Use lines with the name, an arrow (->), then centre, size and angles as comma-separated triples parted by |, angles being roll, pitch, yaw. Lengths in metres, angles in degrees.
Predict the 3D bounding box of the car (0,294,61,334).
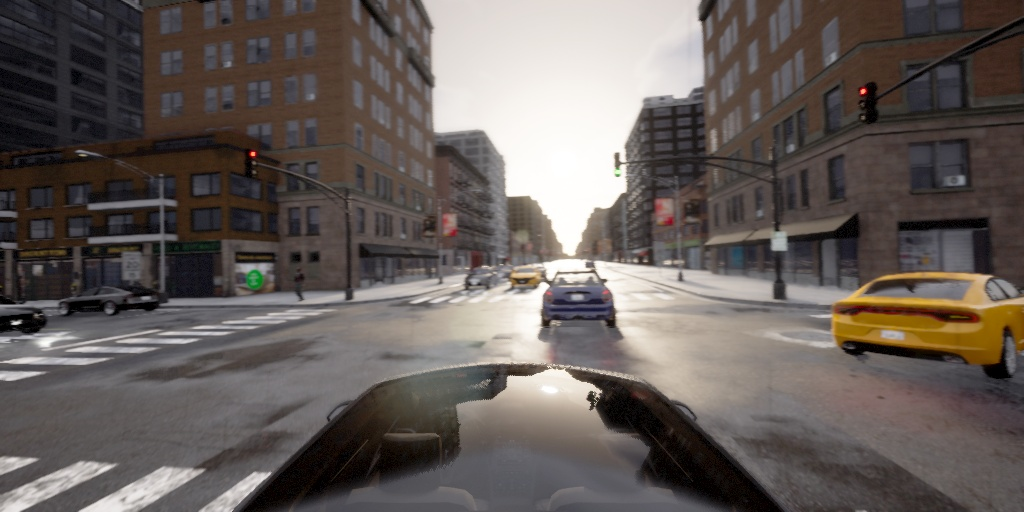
car -> -17.851, 1.912, 11.587 | 4.892, 1.490, 1.837 | -2, -1, 10

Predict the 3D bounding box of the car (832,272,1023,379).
car -> 8.163, 1.045, 6.793 | 5.008, 1.535, 1.882 | -1, -3, -28

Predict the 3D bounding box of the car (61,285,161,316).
car -> -19.444, 2.114, 17.414 | 4.313, 1.339, 1.948 | 0, 0, 10

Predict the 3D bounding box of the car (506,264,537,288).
car -> 1.098, 1.498, 26.863 | 1.882, 1.535, 5.008 | -2, -1, 9

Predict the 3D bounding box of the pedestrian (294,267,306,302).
pedestrian -> -11.161, 1.467, 18.837 | 0.375, 1.860, 0.375 | -2, -1, 10

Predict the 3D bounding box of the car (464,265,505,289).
car -> -2.216, 1.613, 26.797 | 2.128, 1.511, 4.902 | -2, -1, 8

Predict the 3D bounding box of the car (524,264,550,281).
car -> 2.631, 1.577, 36.168 | 2.128, 1.511, 4.902 | -2, -1, 9

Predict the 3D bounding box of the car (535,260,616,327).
car -> 2.131, 1.165, 11.895 | 2.097, 1.767, 4.553 | -2, -1, 9
